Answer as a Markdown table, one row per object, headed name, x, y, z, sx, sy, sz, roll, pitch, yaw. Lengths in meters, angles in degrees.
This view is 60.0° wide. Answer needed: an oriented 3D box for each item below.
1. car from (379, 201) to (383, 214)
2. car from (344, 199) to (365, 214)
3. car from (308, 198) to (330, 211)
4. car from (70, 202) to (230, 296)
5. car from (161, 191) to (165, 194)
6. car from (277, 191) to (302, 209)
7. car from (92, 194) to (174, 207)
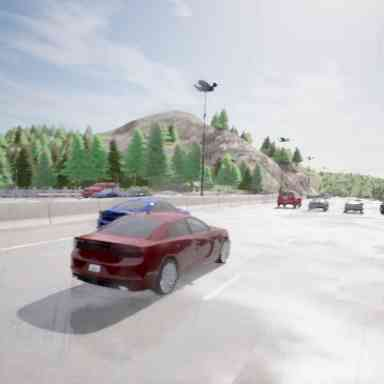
| name | x | y | z | sx | sy | sz | roll | pitch | yaw |
| --- | --- | --- | --- | --- | --- | --- | --- | --- | --- |
| car | 21.241 | 1.616 | 35.542 | 1.882 | 1.535 | 5.008 | 3 | 1 | 27 |
| car | 17.423 | 1.516 | 35.755 | 2.033 | 1.411 | 5.357 | 3 | 1 | 27 |
| car | 14.174 | 1.354 | 37.100 | 2.033 | 1.411 | 5.357 | 3 | 1 | 27 |
| car | -0.620 | 1.206 | 8.200 | 1.882 | 1.535 | 5.008 | 3 | 2 | 27 |
| car | -2.662 | 0.622 | 35.316 | 1.812 | 1.442 | 4.674 | 3 | 1 | 27 |
| car | 11.851 | 0.884 | 40.206 | 2.150 | 2.045 | 5.566 | 3 | 1 | 27 |
| car | -1.694 | 1.025 | 13.767 | 1.882 | 1.535 | 5.008 | 3 | 2 | 27 |
